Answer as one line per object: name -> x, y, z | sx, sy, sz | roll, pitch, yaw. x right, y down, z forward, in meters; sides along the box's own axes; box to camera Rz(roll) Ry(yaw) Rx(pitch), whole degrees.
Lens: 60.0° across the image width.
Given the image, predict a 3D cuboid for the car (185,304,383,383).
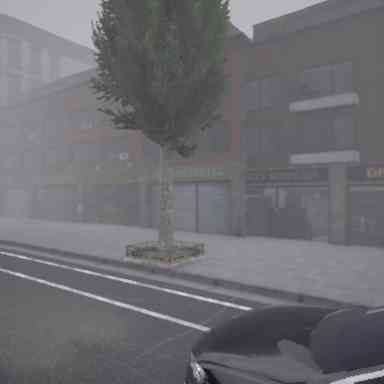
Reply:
car -> 2.162, 1.495, 2.143 | 4.902, 1.511, 2.128 | 0, 0, 35
